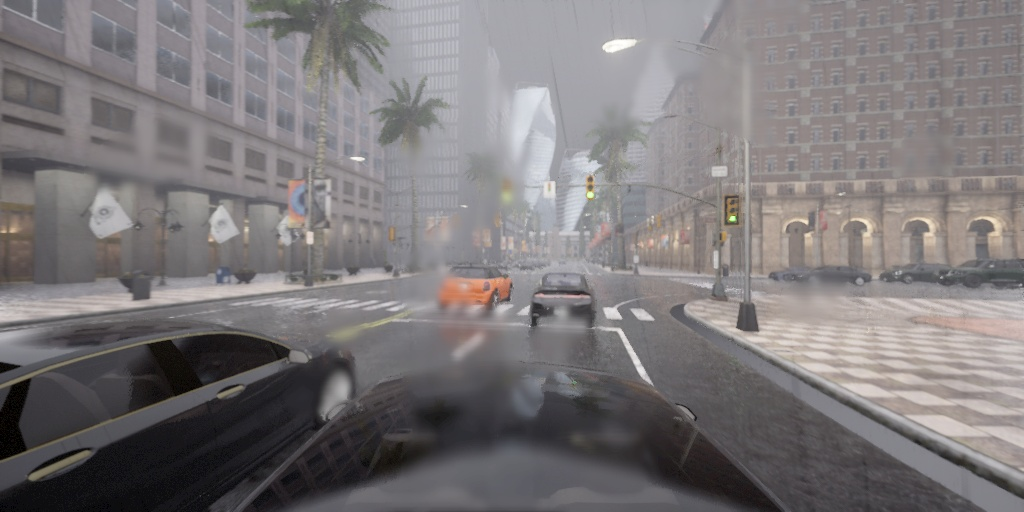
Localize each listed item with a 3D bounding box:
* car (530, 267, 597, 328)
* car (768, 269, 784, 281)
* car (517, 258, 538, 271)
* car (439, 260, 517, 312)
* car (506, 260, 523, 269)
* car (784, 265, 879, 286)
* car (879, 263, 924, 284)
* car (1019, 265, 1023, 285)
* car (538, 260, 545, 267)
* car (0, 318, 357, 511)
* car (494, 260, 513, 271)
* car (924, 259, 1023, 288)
[{"bbox_3d":[1.707,1.283,11.715,2.128,1.511,4.902,0,0,10],"label":"car"},{"bbox_3d":[24.573,1.528,30.777,4.181,1.385,1.994,0,0,11],"label":"car"},{"bbox_3d":[2.387,1.441,54.330,1.837,1.490,4.892,0,0,11],"label":"car"},{"bbox_3d":[-1.300,1.138,14.723,2.097,1.767,4.553,0,0,10],"label":"car"},{"bbox_3d":[0.561,1.449,63.159,2.128,1.511,4.902,0,0,11],"label":"car"},{"bbox_3d":[24.136,1.456,27.301,4.892,1.490,1.837,0,0,9],"label":"car"},{"bbox_3d":[33.014,1.352,29.205,4.553,1.767,2.097,0,0,11],"label":"car"},{"bbox_3d":[42.930,1.519,27.357,5.008,1.535,1.882,0,0,10],"label":"car"},{"bbox_3d":[4.106,1.538,63.054,1.994,1.385,4.181,0,0,12],"label":"car"},{"bbox_3d":[-3.015,1.245,2.741,1.837,1.490,4.892,0,0,3],"label":"car"},{"bbox_3d":[-1.237,1.423,54.011,1.837,1.490,4.892,0,0,11],"label":"car"},{"bbox_3d":[33.833,1.213,25.491,5.566,2.045,2.150,0,0,11],"label":"car"}]
